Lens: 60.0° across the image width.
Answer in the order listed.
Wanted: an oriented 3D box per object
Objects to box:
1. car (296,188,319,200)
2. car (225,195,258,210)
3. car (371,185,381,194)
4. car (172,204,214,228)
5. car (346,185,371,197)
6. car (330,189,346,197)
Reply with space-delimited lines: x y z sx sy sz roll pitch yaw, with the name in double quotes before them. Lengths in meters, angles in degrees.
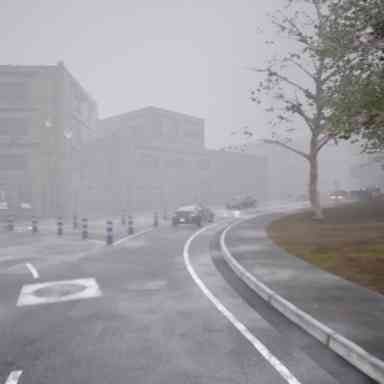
"car" 17.669 0.221 50.869 2.097 1.767 4.553 -1 4 42
"car" 5.588 1.175 37.167 1.837 1.490 4.892 -1 3 41
"car" 36.842 -0.595 67.614 2.097 1.767 4.553 -1 1 42
"car" 0.125 1.500 22.358 1.812 1.442 4.674 -1 0 18
"car" 29.972 0.030 59.832 1.882 1.535 5.008 -1 1 41
"car" 27.227 0.161 61.644 1.994 1.385 4.181 -1 1 42
